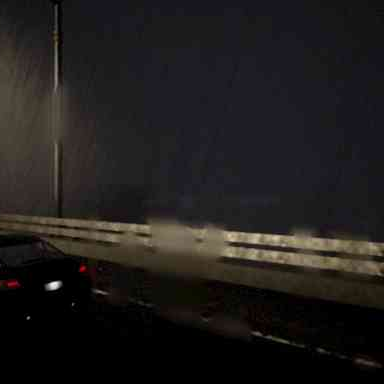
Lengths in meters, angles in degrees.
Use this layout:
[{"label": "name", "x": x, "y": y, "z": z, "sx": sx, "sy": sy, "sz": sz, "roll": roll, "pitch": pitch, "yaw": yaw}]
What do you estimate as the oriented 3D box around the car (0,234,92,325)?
[{"label": "car", "x": -3.995, "y": 1.581, "z": 6.873, "sx": 4.181, "sy": 1.385, "sz": 1.994, "roll": 0, "pitch": 0, "yaw": 36}]
